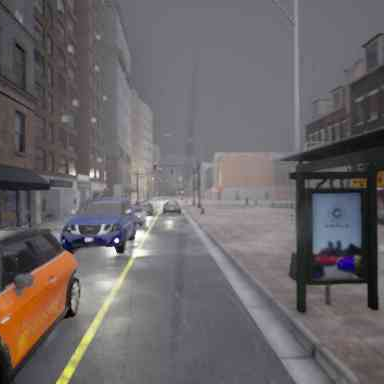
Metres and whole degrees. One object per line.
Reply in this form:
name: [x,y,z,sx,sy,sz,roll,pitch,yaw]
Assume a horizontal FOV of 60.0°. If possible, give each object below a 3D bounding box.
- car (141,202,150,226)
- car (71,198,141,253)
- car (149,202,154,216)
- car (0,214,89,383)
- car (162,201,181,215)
car: [-4.306,1.682,23.908,1.895,1.301,4.718,-1,0,-3]
car: [-3.681,1.280,14.152,2.150,2.045,5.566,-1,0,-3]
car: [-4.891,1.668,33.593,1.994,1.385,4.181,-1,0,-3]
car: [-3.032,1.388,4.382,2.097,1.767,4.553,-1,0,-4]
car: [-2.165,1.646,35.778,1.994,1.385,4.181,-1,0,-3]
